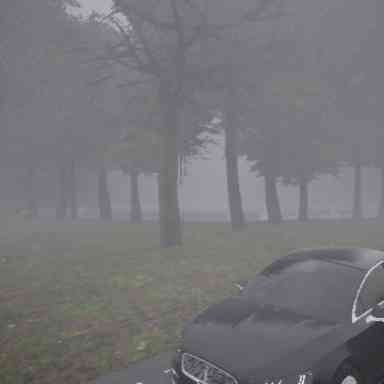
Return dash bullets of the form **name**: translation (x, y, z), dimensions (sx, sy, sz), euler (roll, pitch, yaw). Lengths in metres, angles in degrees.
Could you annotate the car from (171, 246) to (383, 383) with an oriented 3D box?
- **car**: translation (1.939, 1.621, 4.702), dimensions (4.892, 1.490, 1.837), euler (0, -2, -41)
